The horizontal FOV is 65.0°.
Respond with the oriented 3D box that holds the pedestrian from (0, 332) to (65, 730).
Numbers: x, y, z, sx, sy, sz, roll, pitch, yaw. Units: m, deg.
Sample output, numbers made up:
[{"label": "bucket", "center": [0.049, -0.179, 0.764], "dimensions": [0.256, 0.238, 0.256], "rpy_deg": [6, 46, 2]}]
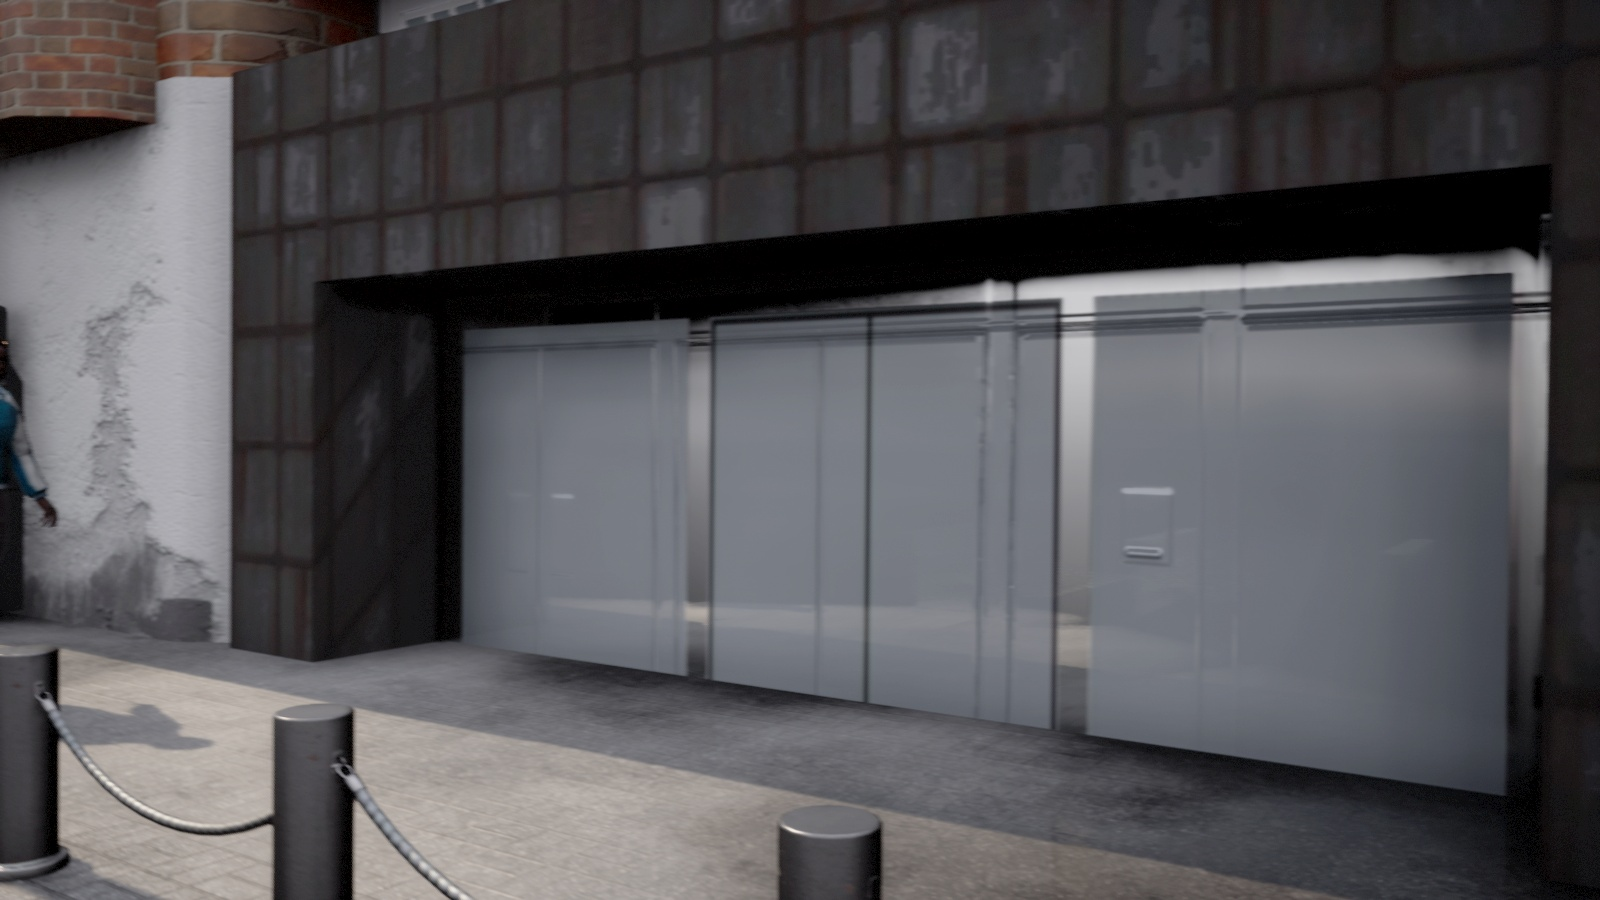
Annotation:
[{"label": "pedestrian", "center": [-4.148, 0.392, 6.344], "dimensions": [0.692, 1.930, 0.396], "rpy_deg": [0, 1, 25]}]
